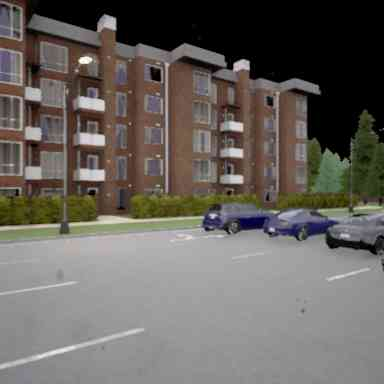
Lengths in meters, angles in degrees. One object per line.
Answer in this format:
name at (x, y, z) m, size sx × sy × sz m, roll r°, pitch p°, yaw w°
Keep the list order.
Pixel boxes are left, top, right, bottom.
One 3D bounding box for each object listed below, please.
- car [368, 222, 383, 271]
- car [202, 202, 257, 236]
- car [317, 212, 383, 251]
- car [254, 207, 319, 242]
car at (7.226, 1.542, 9.004) m, size 5.357 × 1.411 × 2.033 m, roll 0°, pitch 0°, yaw -35°
car at (2.838, 1.345, 18.742) m, size 4.553 × 1.767 × 2.097 m, roll 0°, pitch 0°, yaw -35°
car at (7.224, 1.558, 13.271) m, size 4.181 × 1.385 × 1.994 m, roll 0°, pitch 0°, yaw -35°
car at (5.494, 1.518, 16.333) m, size 4.674 × 1.442 × 1.812 m, roll 0°, pitch 0°, yaw -35°
